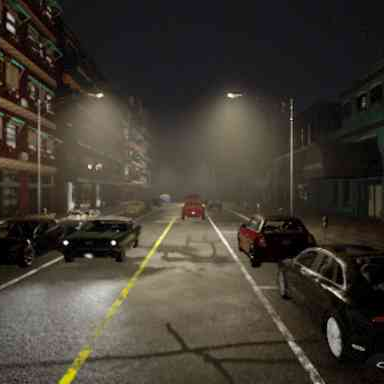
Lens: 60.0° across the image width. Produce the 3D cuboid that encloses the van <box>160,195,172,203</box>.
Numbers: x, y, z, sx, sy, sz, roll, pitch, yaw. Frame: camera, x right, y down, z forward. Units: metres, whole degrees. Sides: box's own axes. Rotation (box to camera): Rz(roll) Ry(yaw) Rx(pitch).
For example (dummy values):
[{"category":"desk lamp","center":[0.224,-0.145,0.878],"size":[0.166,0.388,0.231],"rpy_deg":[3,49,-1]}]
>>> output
[{"category":"van","center":[-5.699,1.457,68.335],"size":[1.690,1.788,3.998],"rpy_deg":[0,0,0]}]

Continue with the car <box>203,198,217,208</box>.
[{"category":"car","center":[2.684,1.618,51.241],"size":[1.887,1.381,4.507],"rpy_deg":[0,0,0]}]

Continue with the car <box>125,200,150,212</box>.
[{"category":"car","center":[-5.695,1.567,33.983],"size":[1.752,1.417,4.829],"rpy_deg":[0,0,0]}]

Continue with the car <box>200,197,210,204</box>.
[{"category":"car","center":[2.682,1.661,68.332],"size":[1.887,1.381,4.507],"rpy_deg":[0,0,0]}]

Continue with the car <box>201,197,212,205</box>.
[{"category":"car","center":[2.683,1.683,62.634],"size":[1.802,1.307,4.206],"rpy_deg":[0,0,0]}]

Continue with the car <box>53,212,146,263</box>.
[{"category":"car","center":[-3.076,1.612,12.165],"size":[1.895,1.301,4.718],"rpy_deg":[0,0,0]}]

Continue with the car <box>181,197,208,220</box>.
[{"category":"car","center":[0.098,1.512,28.840],"size":[1.882,1.535,5.008],"rpy_deg":[0,0,0]}]

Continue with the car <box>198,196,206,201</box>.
[{"category":"car","center":[2.681,1.750,91.118],"size":[1.947,1.339,4.313],"rpy_deg":[0,0,0]}]

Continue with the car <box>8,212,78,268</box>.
[{"category":"car","center":[-5.692,1.576,11.366],"size":[1.947,1.339,4.313],"rpy_deg":[0,0,0]}]

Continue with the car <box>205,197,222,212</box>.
[{"category":"car","center":[2.686,1.602,39.849],"size":[2.008,1.369,4.403],"rpy_deg":[0,0,0]}]

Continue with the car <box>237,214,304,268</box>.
[{"category":"car","center":[2.688,1.451,11.365],"size":[1.967,1.590,4.097],"rpy_deg":[0,0,0]}]

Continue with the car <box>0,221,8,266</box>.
[{"category":"car","center":[-5.692,1.320,5.669],"size":[2.192,1.841,5.009],"rpy_deg":[0,0,0]}]

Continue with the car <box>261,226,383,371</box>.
[{"category":"car","center":[2.689,1.555,5.668],"size":[2.008,1.369,4.403],"rpy_deg":[0,0,0]}]

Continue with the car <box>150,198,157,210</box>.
[{"category":"car","center":[-5.695,1.596,39.850],"size":[1.887,1.381,4.507],"rpy_deg":[0,0,0]}]

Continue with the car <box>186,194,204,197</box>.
[{"category":"car","center":[0.097,1.284,45.945],"size":[2.150,2.045,5.566],"rpy_deg":[0,0,0]}]

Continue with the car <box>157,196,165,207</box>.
[{"category":"car","center":[-5.696,1.639,51.243],"size":[1.947,1.339,4.313],"rpy_deg":[0,0,0]}]

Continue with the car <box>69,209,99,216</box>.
[{"category":"car","center":[-5.693,1.568,17.062],"size":[2.008,1.369,4.403],"rpy_deg":[0,0,0]}]

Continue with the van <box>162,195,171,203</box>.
[{"category":"van","center":[-5.700,1.474,74.031],"size":[1.690,1.788,3.998],"rpy_deg":[0,0,0]}]

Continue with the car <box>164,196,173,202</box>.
[{"category":"car","center":[-5.699,1.731,79.728],"size":[1.802,1.307,4.206],"rpy_deg":[0,0,0]}]

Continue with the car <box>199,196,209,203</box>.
[{"category":"car","center":[2.682,1.698,74.028],"size":[1.947,1.339,4.313],"rpy_deg":[0,0,0]}]
